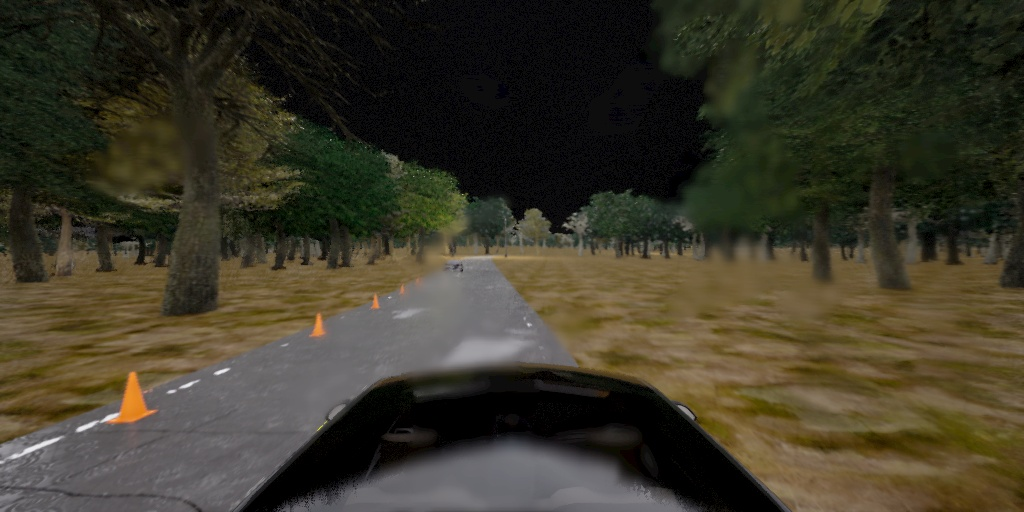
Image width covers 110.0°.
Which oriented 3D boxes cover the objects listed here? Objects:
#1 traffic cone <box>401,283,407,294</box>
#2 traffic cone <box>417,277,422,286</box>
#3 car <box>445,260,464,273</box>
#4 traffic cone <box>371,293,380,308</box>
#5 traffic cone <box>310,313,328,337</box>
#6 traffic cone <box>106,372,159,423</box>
[{"bbox_3d":[-5.900,1.771,19.487,0.340,0.580,0.340,0,0,-4],"label":"traffic cone"},{"bbox_3d":[-6.291,1.717,24.472,0.340,0.580,0.340,0,0,-4],"label":"traffic cone"},{"bbox_3d":[-6.280,1.103,39.519,2.033,1.411,5.357,-1,1,-4],"label":"car"},{"bbox_3d":[-5.511,1.803,14.501,0.340,0.580,0.340,0,0,-4],"label":"traffic cone"},{"bbox_3d":[-5.139,1.815,9.560,0.340,0.580,0.340,0,0,-4],"label":"traffic cone"},{"bbox_3d":[-4.943,1.809,4.681,0.340,0.580,0.340,0,0,-1],"label":"traffic cone"}]
